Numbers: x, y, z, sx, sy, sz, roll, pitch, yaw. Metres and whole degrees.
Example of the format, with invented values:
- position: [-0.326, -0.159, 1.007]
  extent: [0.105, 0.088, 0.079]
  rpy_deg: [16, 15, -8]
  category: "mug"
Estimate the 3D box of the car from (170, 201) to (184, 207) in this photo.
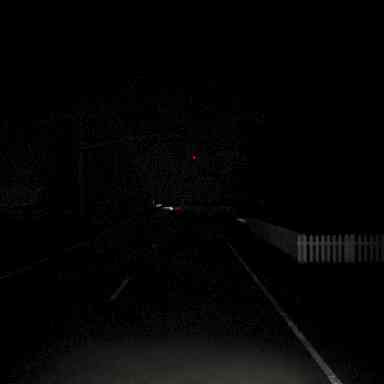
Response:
- position: [-3.211, 2.615, 73.704]
  extent: [1.895, 1.301, 4.718]
  rpy_deg: [0, -1, 14]
  category: "car"

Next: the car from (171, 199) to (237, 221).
- position: [1.216, 1.654, 29.848]
  extent: [5.566, 2.045, 2.150]
  rpy_deg: [1, -1, -1]
  category: "car"
